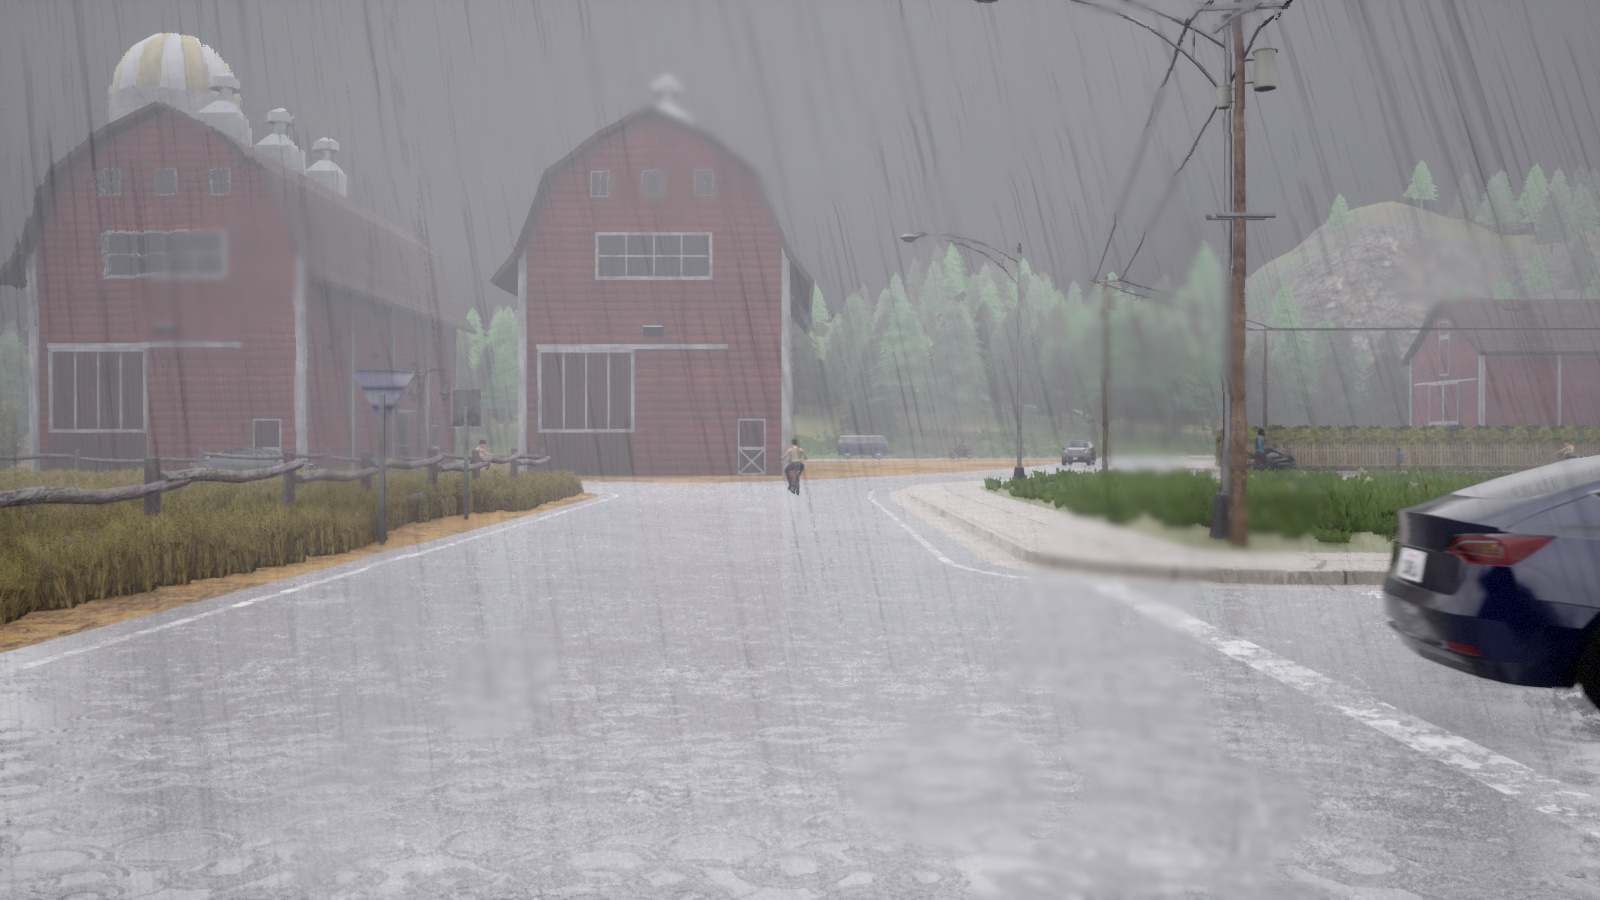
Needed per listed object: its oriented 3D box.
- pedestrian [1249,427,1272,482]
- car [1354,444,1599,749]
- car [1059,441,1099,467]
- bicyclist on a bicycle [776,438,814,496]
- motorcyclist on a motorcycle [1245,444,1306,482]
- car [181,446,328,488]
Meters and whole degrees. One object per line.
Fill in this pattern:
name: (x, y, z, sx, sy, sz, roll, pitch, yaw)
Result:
pedestrian: (16.202, 0.146, 44.207, 0.692, 1.930, 0.396, 0, 0, 6)
car: (5.903, 0.712, 6.935, 4.792, 1.488, 2.163, 0, 0, 8)
car: (16.450, 0.207, 73.983, 1.845, 1.501, 3.633, 0, 1, 20)
bicyclist on a bicycle: (-0.160, 0.479, 36.104, 0.866, 1.612, 1.509, -1, 1, -9)
motorcyclist on a motorcycle: (19.236, 0.511, 50.887, 2.191, 1.530, 0.866, 0, 0, 11)
car: (-18.576, 0.553, 42.928, 4.181, 1.385, 1.994, 0, 0, -4)
